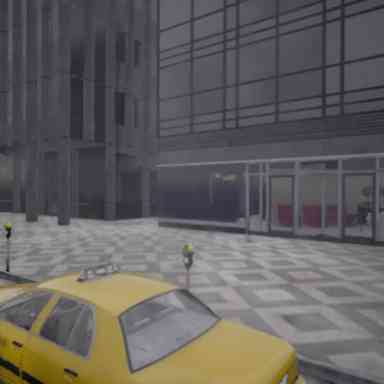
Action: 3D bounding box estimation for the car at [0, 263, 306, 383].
[{"bbox_3d":[-1.257,1.510,3.859,4.829,1.417,1.752,0,0,36],"label":"car"}]
